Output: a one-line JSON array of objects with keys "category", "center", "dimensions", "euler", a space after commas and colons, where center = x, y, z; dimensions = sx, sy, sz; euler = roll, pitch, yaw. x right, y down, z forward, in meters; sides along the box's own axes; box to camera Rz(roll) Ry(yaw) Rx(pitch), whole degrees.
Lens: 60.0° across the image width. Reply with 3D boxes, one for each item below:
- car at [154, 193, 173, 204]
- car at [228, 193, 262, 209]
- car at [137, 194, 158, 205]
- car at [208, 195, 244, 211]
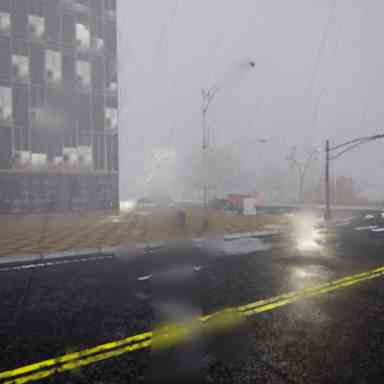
[{"category": "car", "center": [-5.777, 1.246, 63.995], "dimensions": [2.150, 2.045, 5.566], "euler": [-1, 0, -33]}, {"category": "car", "center": [6.791, 1.226, 44.480], "dimensions": [2.150, 2.045, 5.566], "euler": [-1, 1, -33]}, {"category": "car", "center": [-8.794, 1.640, 62.679], "dimensions": [1.994, 1.385, 4.181], "euler": [-1, 1, -33]}, {"category": "car", "center": [4.018, 1.564, 42.795], "dimensions": [1.837, 1.490, 4.892], "euler": [-1, 1, -33]}]
